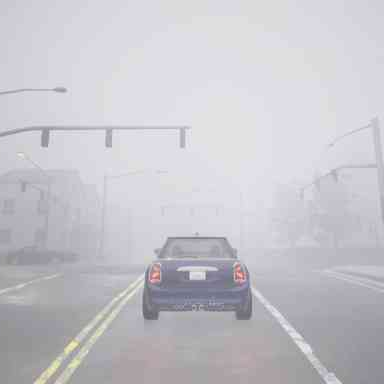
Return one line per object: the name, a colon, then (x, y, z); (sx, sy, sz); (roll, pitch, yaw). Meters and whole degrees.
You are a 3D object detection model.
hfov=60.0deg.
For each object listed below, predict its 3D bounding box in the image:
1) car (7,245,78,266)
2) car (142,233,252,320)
car: (-10.904, 4.650, 24.400); (5.008, 1.535, 1.882); (-5, -12, 7)
car: (0.102, 1.809, 8.254); (2.097, 1.767, 4.553); (0, -7, 0)
